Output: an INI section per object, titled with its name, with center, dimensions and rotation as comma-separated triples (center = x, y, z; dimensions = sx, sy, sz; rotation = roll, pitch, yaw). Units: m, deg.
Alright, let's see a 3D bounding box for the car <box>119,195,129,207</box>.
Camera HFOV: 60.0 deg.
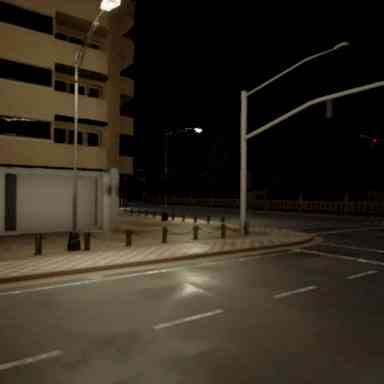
[car]
center = -12.808, 1.533, 56.706
dimensions = 2.150, 2.045, 5.566
rotation = 1, -1, -35
